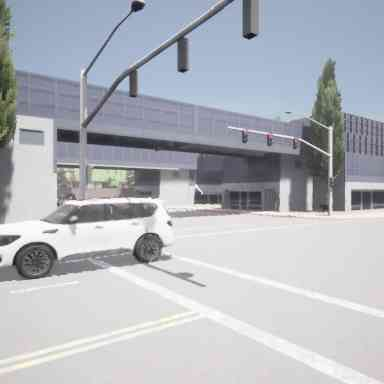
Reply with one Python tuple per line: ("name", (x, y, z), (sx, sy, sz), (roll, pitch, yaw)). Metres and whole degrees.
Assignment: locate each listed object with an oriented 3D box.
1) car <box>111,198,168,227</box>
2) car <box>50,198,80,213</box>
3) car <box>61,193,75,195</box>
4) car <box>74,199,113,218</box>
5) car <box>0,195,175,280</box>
("car", (-3.820, 1.352, 23.514), (2.097, 1.767, 4.553), (0, 0, -36))
("car", (-14.846, 1.491, 38.674), (2.128, 1.511, 4.902), (0, 0, -36))
("car", (-23.706, 1.221, 63.055), (2.150, 2.045, 5.566), (0, 0, -36))
("car", (-9.268, 1.477, 31.001), (1.882, 1.535, 5.008), (0, 0, -36))
("car", (-3.188, 1.221, 10.374), (5.566, 2.045, 2.150), (0, 0, -36))
